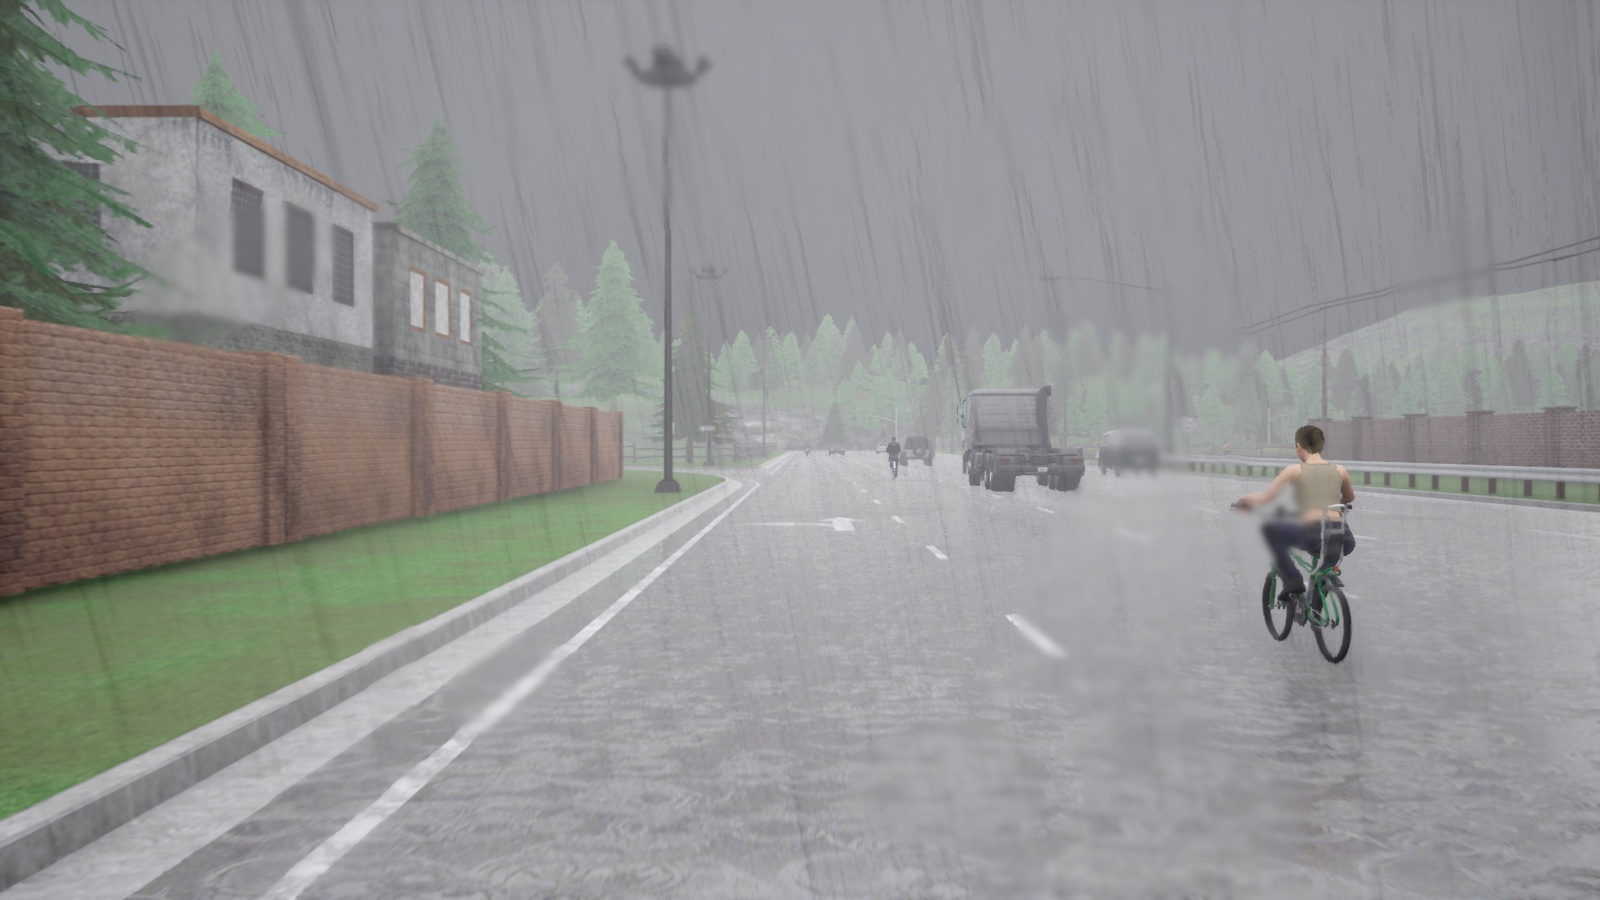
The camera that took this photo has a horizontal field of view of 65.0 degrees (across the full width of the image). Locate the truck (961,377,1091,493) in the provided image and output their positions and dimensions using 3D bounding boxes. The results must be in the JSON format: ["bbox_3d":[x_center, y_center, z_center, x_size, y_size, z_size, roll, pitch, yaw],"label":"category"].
[{"bbox_3d":[7.251,-0.463,41.415,2.891,3.462,7.936,0,0,0],"label":"truck"}]

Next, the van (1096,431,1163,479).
[{"bbox_3d":[14.326,0.202,54.872,1.775,1.987,4.442,0,0,0],"label":"van"}]

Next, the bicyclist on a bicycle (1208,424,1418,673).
[{"bbox_3d":[3.571,0.636,8.897,0.866,1.612,1.509,0,0,0],"label":"bicyclist on a bicycle"}]

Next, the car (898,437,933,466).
[{"bbox_3d":[7.477,0.089,81.507,1.905,1.878,3.866,0,0,0],"label":"car"}]
